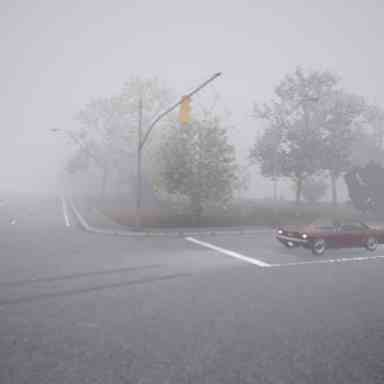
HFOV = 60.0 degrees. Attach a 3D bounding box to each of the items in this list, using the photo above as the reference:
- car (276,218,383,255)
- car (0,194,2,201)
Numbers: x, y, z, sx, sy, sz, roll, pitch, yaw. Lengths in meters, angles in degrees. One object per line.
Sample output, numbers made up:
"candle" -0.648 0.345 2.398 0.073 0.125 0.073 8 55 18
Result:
"car" 5.953 1.798 14.169 4.718 1.301 1.895 1 0 -24
"car" -26.364 0.578 43.936 1.812 1.442 4.674 1 2 -21
